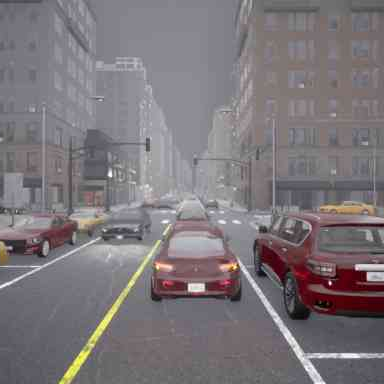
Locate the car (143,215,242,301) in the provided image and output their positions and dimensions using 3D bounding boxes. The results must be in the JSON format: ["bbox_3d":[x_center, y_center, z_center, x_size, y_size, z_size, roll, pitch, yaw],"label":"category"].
[{"bbox_3d":[0.090,1.527,8.197,1.812,1.442,4.674,0,0,0],"label":"car"}]

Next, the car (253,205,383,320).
[{"bbox_3d":[2.682,1.316,7.240,2.192,1.841,5.009,1,0,0],"label":"car"}]

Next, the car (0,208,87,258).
[{"bbox_3d":[-5.843,1.547,12.877,1.887,1.381,4.507,1,0,0],"label":"car"}]

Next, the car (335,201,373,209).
[{"bbox_3d":[15.141,1.641,32.697,5.008,1.535,1.882,0,-1,1],"label":"car"}]

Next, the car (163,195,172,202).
[{"bbox_3d":[-5.808,1.465,79.559,1.967,1.590,4.097,1,0,0],"label":"car"}]

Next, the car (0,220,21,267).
[{"bbox_3d":[-5.845,1.527,7.083,1.752,1.417,4.829,1,0,0],"label":"car"}]

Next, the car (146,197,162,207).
[{"bbox_3d":[-5.824,1.557,51.195,1.887,1.381,4.507,1,0,0],"label":"car"}]

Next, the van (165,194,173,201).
[{"bbox_3d":[-5.805,1.370,85.232,1.690,1.788,3.998,1,0,0],"label":"van"}]

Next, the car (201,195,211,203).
[{"bbox_3d":[2.702,1.594,51.182,1.802,1.307,4.206,1,0,0],"label":"car"}]

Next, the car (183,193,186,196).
[{"bbox_3d":[-2.962,1.574,72.787,1.994,1.385,4.181,0,0,0],"label":"car"}]

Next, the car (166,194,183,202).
[{"bbox_3d":[-3.052,1.520,57.441,1.837,1.490,4.892,0,0,0],"label":"car"}]

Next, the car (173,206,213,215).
[{"bbox_3d":[0.072,1.605,17.375,1.895,1.301,4.718,0,0,0],"label":"car"}]

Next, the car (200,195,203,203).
[{"bbox_3d":[2.704,1.596,56.855,1.802,1.307,4.206,1,0,0],"label":"car"}]

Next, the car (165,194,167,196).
[{"bbox_3d":[-5.815,1.601,68.213,1.802,1.307,4.206,1,0,0],"label":"car"}]

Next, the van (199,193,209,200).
[{"bbox_3d":[2.710,1.357,62.529,1.690,1.788,3.998,1,0,0],"label":"van"}]

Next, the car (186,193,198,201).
[{"bbox_3d":[0.044,1.569,85.243,2.033,1.411,5.357,0,0,0],"label":"car"}]

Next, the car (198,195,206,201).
[{"bbox_3d":[2.721,1.598,90.895,1.947,1.339,4.313,1,0,0],"label":"car"}]

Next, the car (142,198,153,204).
[{"bbox_3d":[-5.827,1.555,45.522,1.887,1.381,4.507,1,0,0],"label":"car"}]

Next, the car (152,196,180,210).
[{"bbox_3d":[-3.213,1.557,42.414,2.033,1.411,5.357,0,0,4],"label":"car"}]

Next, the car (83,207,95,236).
[{"bbox_3d":[-5.840,1.529,18.332,1.752,1.417,4.829,1,0,0],"label":"car"}]

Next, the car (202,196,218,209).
[{"bbox_3d":[2.699,1.592,45.508,1.802,1.307,4.206,1,0,0],"label":"car"}]

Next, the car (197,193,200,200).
[{"bbox_3d":[2.713,1.334,68.202,2.192,1.841,5.009,1,0,0],"label":"car"}]

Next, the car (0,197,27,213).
[{"bbox_3d":[-17.245,1.198,29.697,4.553,1.767,2.097,1,-1,0],"label":"car"}]

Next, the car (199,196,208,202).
[{"bbox_3d":[2.716,1.607,79.548,1.802,1.307,4.206,1,0,0],"label":"car"}]

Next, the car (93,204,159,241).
[{"bbox_3d":[-3.089,1.551,16.846,2.033,1.411,5.357,0,0,0],"label":"car"}]
